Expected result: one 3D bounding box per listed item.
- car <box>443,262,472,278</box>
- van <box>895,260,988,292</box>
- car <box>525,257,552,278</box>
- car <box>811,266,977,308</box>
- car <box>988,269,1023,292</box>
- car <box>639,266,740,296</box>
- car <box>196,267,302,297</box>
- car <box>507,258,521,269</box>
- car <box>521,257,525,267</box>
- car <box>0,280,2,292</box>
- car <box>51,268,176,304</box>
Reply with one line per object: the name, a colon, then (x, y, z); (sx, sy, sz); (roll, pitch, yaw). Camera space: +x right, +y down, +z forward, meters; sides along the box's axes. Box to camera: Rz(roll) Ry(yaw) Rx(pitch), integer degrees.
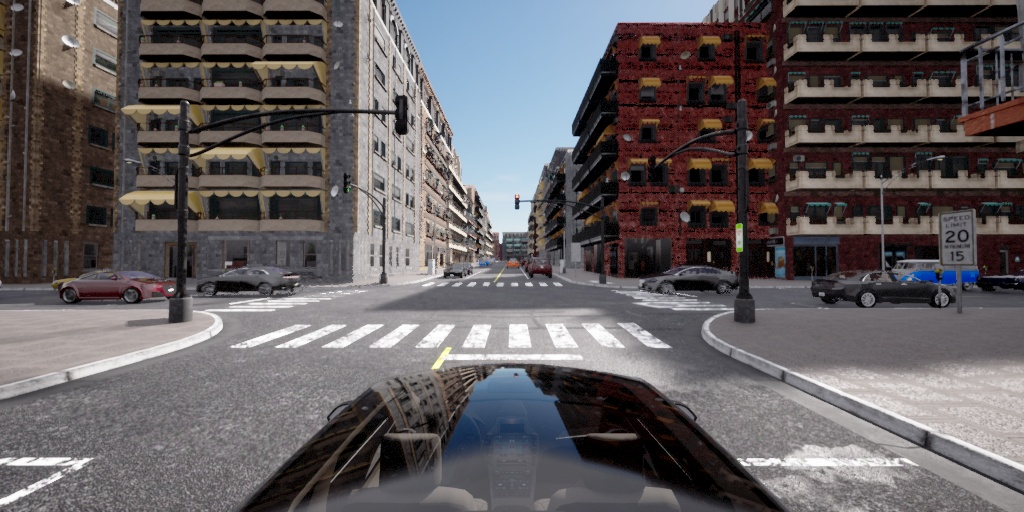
car: (-5.271, 1.328, 33.661); (1.948, 1.339, 4.313); (0, 0, 0)
van: (24.929, 1.115, 21.224); (3.998, 1.789, 1.690); (0, 0, 0)
car: (2.610, 1.077, 33.695); (2.192, 1.841, 5.009); (0, 0, 0)
car: (13.761, 1.185, 13.387); (4.403, 1.370, 2.007); (0, 0, 0)
car: (27.565, 1.318, 18.760); (4.718, 1.301, 1.895); (0, -1, 0)
car: (9.225, 1.252, 18.836); (4.902, 1.511, 2.128); (0, -1, 0)
car: (-13.784, 1.319, 18.920); (4.902, 1.511, 2.128); (0, -1, 0)
car: (0.176, 1.162, 60.057); (2.097, 1.767, 4.553); (0, 0, 0)
car: (2.625, 1.086, 44.819); (2.192, 1.841, 5.009); (0, 0, 0)
car: (-26.677, 1.027, 16.026); (5.566, 2.045, 2.150); (0, -1, 0)
car: (-17.188, 1.340, 15.984); (4.181, 1.385, 1.994); (0, -1, 0)
